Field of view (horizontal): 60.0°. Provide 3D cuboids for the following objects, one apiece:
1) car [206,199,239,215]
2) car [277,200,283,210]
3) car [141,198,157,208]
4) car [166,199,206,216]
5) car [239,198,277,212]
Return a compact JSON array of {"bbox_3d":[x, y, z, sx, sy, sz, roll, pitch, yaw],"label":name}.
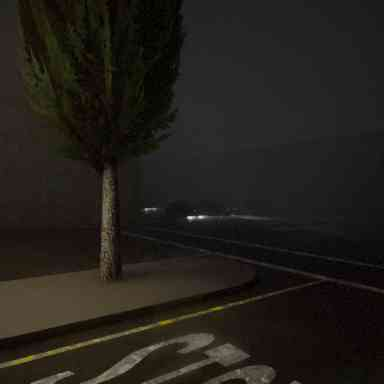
[{"bbox_3d":[2.116,1.491,34.586,2.128,1.511,4.902,0,0,-35],"label":"car"},{"bbox_3d":[9.484,1.525,42.690,1.812,1.442,4.674,0,0,-35],"label":"car"},{"bbox_3d":[-6.634,1.563,47.056,1.994,1.385,4.181,0,0,-35],"label":"car"},{"bbox_3d":[-0.881,1.564,32.764,1.994,1.385,4.181,0,0,-35],"label":"car"},{"bbox_3d":[7.275,1.491,39.769,2.128,1.511,4.902,0,0,-35],"label":"car"}]
